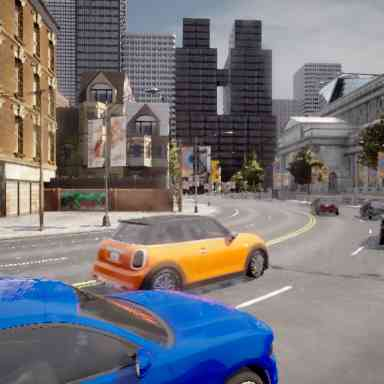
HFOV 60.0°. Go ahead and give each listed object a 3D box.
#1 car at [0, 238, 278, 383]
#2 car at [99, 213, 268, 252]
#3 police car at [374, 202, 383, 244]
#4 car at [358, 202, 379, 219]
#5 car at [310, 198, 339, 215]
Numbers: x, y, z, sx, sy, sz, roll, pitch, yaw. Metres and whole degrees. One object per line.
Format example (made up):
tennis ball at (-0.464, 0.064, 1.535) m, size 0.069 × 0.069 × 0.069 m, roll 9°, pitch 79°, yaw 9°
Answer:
car at (-1.430, 1.475, 2.608) m, size 5.008 × 1.535 × 1.882 m, roll 0°, pitch 0°, yaw -36°
car at (-0.045, 1.346, 8.298) m, size 4.553 × 1.767 × 2.097 m, roll 0°, pitch 0°, yaw -43°
police car at (9.706, 1.420, 15.117) m, size 1.930 × 1.638 × 5.238 m, roll 0°, pitch 0°, yaw 33°
car at (15.734, 1.535, 28.473) m, size 2.033 × 1.411 × 5.357 m, roll 0°, pitch 0°, yaw 16°
car at (13.214, 1.334, 33.429) m, size 2.097 × 1.767 × 4.553 m, roll 0°, pitch 0°, yaw 12°
